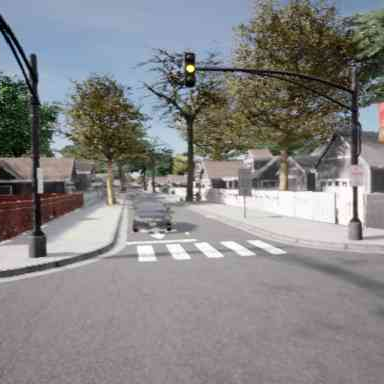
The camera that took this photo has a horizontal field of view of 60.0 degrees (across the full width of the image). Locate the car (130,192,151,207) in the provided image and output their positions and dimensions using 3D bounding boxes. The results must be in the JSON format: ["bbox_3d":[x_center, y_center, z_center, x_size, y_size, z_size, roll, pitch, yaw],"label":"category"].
[{"bbox_3d":[-5.849,0.778,37.416,2.128,1.511,4.902,-1,1,-11],"label":"car"}]

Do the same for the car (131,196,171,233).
[{"bbox_3d":[-2.157,1.168,17.528,1.812,1.442,4.674,-1,1,-9],"label":"car"}]

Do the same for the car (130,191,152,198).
[{"bbox_3d":[-3.947,0.968,27.438,1.837,1.490,4.892,-1,1,-11],"label":"car"}]

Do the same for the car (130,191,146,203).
[{"bbox_3d":[-7.770,0.602,47.490,2.128,1.511,4.902,-1,1,-11],"label":"car"}]
